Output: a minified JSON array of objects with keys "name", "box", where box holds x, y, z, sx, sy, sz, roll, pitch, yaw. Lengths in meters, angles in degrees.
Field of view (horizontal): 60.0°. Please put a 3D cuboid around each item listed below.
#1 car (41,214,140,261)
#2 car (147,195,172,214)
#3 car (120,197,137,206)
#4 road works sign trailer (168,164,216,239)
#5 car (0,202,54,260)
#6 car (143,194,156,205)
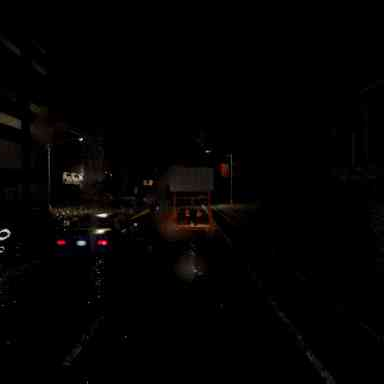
[{"name":"car","box":[-3.150,1.499,11.992,2.033,1.411,5.357,0,0,0]},{"name":"car","box":[-3.151,1.373,34.058,1.837,1.490,4.892,0,0,0]},{"name":"car","box":[-9.824,1.408,51.854,1.895,1.301,4.718,0,0,0]},{"name":"road works sign trailer","box":[-0.002,0.396,16.964,2.380,3.560,2.880,0,0,0]},{"name":"car","box":[-6.601,1.303,12.170,2.097,1.767,4.553,0,0,0]},{"name":"car","box":[-6.569,1.154,53.788,2.097,1.767,4.553,0,0,0]}]
